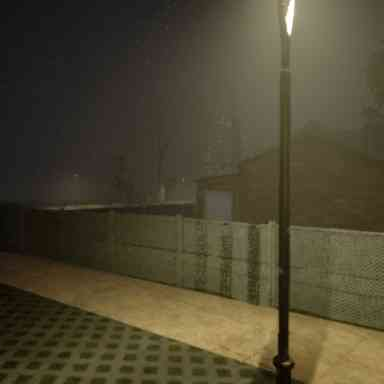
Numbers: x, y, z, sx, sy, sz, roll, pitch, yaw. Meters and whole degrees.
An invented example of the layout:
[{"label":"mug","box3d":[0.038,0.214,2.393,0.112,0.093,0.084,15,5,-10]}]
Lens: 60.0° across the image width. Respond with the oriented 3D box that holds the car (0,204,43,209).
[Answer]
[{"label":"car","box3d":[-12.536,1.508,24.018,1.895,1.301,4.718,5,2,31]}]
